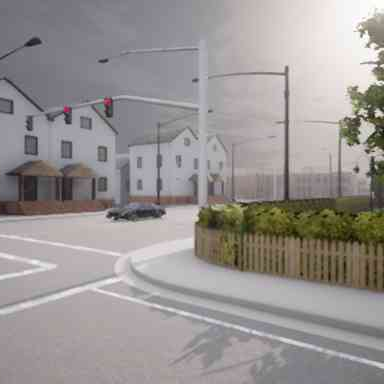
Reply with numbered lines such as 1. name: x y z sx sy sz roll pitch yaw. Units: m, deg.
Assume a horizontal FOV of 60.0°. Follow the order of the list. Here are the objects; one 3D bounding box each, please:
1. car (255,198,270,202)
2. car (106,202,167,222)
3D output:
1. car: 9.647 1.559 46.534 1.895 1.301 4.718 0 0 35
2. car: -4.256 1.506 26.434 2.033 1.411 5.357 0 0 35
